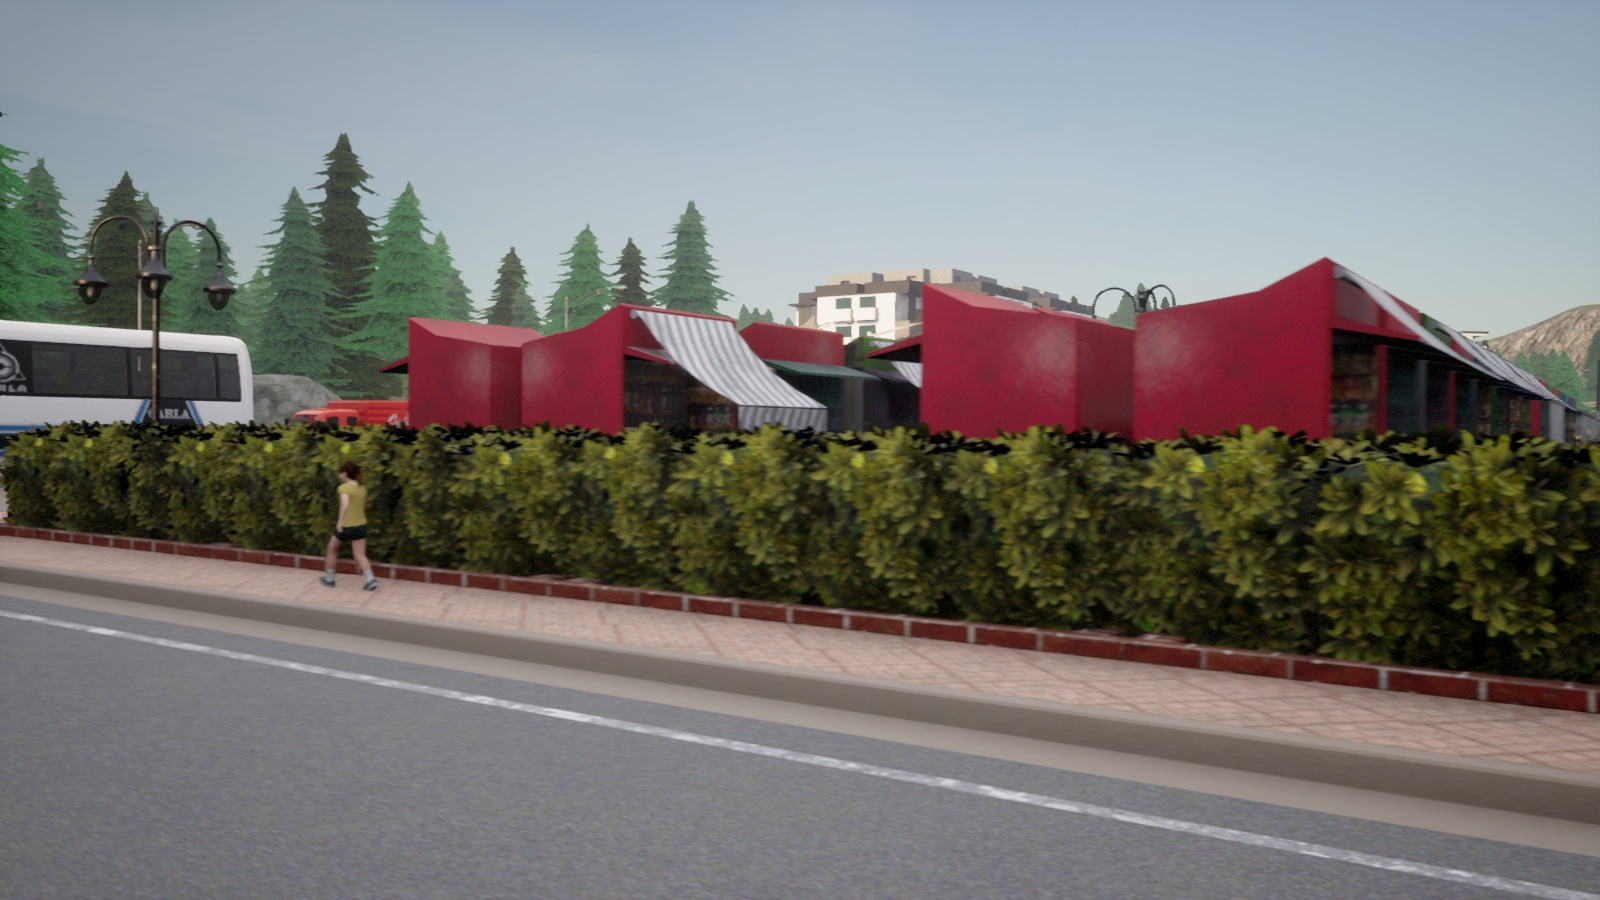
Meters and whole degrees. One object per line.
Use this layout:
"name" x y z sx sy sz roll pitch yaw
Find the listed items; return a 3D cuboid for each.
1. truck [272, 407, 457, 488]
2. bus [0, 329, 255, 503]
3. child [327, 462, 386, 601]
"truck" -14.399 -0.156 41.811 2.627 2.467 5.204 0 2 34
"bus" -20.276 -0.858 33.104 3.944 4.253 10.273 0 1 34
"child" -3.637 0.658 10.302 0.394 1.110 0.255 0 1 32
